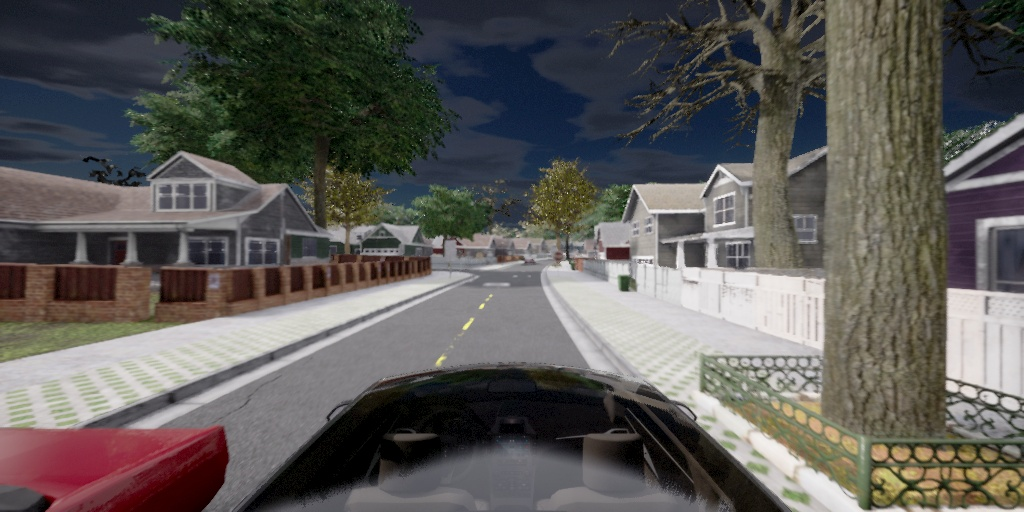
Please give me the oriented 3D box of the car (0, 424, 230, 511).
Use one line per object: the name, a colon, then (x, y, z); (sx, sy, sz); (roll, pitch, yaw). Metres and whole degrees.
car: (-2.827, 1.347, 0.145); (1.895, 1.301, 4.718); (0, 0, 0)
